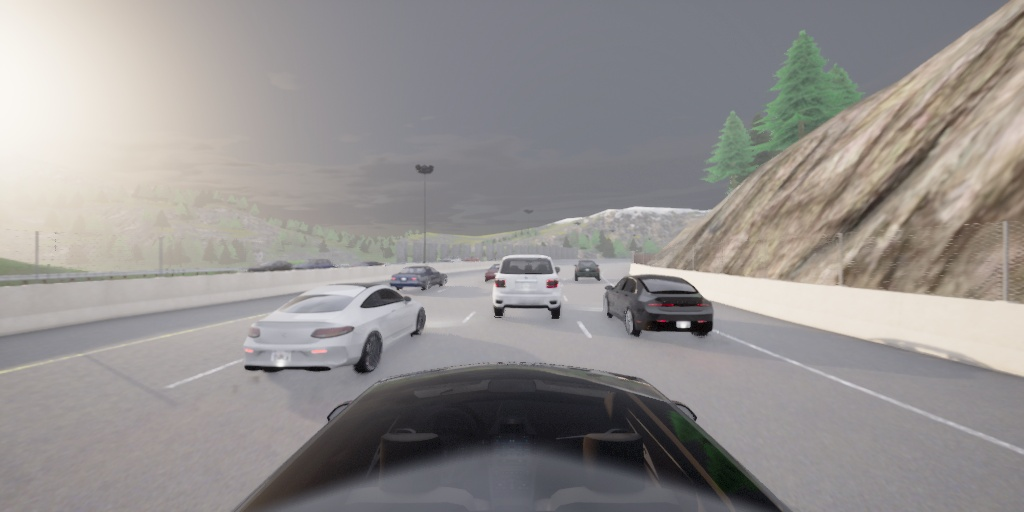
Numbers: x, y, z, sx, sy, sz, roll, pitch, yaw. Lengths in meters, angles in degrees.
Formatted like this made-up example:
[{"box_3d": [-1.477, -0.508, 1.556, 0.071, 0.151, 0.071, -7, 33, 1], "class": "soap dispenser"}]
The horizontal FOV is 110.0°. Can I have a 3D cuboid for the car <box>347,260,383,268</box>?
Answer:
[{"box_3d": [-14.397, 1.309, 34.881, 2.033, 1.411, 5.357, 0, 0, 11], "class": "car"}]

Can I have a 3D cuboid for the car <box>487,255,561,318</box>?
[{"box_3d": [0.604, 0.989, 13.239, 2.150, 2.045, 5.566, 0, 0, 4], "class": "car"}]

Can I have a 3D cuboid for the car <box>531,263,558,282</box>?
[{"box_3d": [2.886, 1.364, 30.856, 1.994, 1.385, 4.181, 0, 0, 10], "class": "car"}]

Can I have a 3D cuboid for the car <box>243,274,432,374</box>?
[{"box_3d": [-3.216, 1.276, 7.419, 1.812, 1.442, 4.674, 0, 0, 2], "class": "car"}]

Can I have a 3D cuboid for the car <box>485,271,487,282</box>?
[{"box_3d": [-0.896, 1.352, 29.508, 1.994, 1.385, 4.181, 0, 0, 10], "class": "car"}]

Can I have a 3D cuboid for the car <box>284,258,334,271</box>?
[{"box_3d": [-20.935, 1.101, 37.666, 2.097, 1.767, 4.553, 0, 0, 11], "class": "car"}]

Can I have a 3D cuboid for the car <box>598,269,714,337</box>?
[{"box_3d": [3.940, 1.277, 10.378, 1.837, 1.490, 4.892, 0, 0, 3], "class": "car"}]

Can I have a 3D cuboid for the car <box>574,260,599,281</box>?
[{"box_3d": [6.570, 1.162, 31.526, 2.097, 1.767, 4.553, 0, 0, 10], "class": "car"}]

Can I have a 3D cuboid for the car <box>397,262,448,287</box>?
[{"box_3d": [-5.575, 1.313, 21.971, 2.033, 1.411, 5.357, 0, 0, 7], "class": "car"}]

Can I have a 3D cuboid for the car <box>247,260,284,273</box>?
[{"box_3d": [-24.626, 1.216, 37.015, 1.882, 1.535, 5.008, 0, 0, 11], "class": "car"}]
